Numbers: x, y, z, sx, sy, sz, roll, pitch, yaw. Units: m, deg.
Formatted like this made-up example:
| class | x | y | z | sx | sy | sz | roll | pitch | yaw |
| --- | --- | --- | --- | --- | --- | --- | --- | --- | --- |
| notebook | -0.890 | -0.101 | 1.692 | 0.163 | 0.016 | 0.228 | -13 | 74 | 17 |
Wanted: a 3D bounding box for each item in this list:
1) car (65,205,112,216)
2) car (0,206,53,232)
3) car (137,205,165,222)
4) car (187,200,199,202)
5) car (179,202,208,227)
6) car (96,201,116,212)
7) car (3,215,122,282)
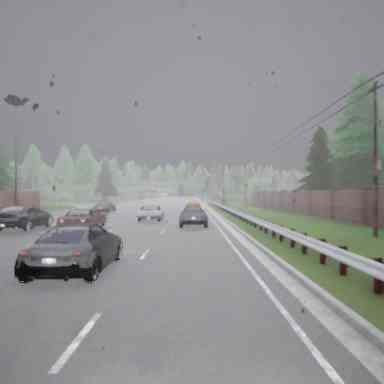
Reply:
| class | x | y | z | sx | sy | sz | roll | pitch | yaw |
| --- | --- | --- | --- | --- | --- | --- | --- | --- | --- |
| car | -6.896 | 1.716 | 21.485 | 1.895 | 1.301 | 4.718 | 0 | 0 | 0 |
| car | -10.396 | 1.616 | 20.764 | 1.837 | 1.490 | 4.892 | 0 | 0 | 0 |
| car | -3.395 | 1.751 | 28.168 | 1.895 | 1.301 | 4.718 | 0 | 0 | 0 |
| car | 0.109 | 1.700 | 41.592 | 1.882 | 1.535 | 5.008 | 0 | 0 | 0 |
| car | 0.105 | 1.691 | 23.789 | 1.994 | 1.385 | 4.181 | 0 | 0 | 0 |
| car | -10.392 | 1.776 | 39.708 | 1.994 | 1.385 | 4.181 | 0 | 0 | 0 |
| car | -3.398 | 1.617 | 9.913 | 1.994 | 1.385 | 4.181 | 0 | 0 | 0 |
